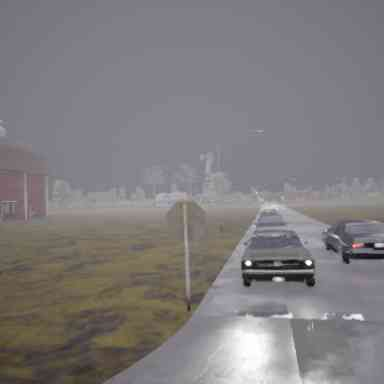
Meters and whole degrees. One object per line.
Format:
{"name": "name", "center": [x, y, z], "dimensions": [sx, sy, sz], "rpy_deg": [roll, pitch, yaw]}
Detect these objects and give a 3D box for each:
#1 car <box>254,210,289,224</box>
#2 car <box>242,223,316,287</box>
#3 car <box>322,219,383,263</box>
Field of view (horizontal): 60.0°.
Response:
{"name": "car", "center": [4.939, 2.096, 20.671], "dimensions": [2.033, 1.411, 5.357], "rpy_deg": [-3, -2, 13]}
{"name": "car", "center": [2.592, 1.886, 10.291], "dimensions": [1.895, 1.301, 4.718], "rpy_deg": [-3, -2, 13]}
{"name": "car", "center": [6.295, 1.747, 12.675], "dimensions": [2.033, 1.411, 5.357], "rpy_deg": [-3, -2, 12]}
